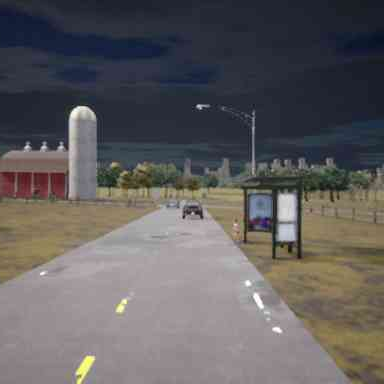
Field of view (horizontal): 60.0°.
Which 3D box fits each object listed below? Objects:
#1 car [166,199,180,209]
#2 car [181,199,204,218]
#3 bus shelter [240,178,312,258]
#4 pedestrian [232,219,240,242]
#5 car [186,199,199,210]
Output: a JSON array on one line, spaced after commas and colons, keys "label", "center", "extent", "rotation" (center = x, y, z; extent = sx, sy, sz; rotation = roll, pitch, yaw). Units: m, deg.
[{"label": "car", "center": [-2.772, 1.730, 48.845], "extent": [2.128, 1.511, 4.902], "rotation": [0, -1, 1]}, {"label": "car", "center": [0.083, 1.595, 30.843], "extent": [1.837, 1.490, 4.892], "rotation": [0, 0, 0]}, {"label": "bus shelter", "center": [3.131, 0.885, 13.248], "extent": [1.920, 2.740, 3.880], "rotation": [0, 0, 0]}, {"label": "pedestrian", "center": [2.027, 1.696, 15.069], "extent": [0.500, 1.100, 0.500], "rotation": [0, 0, -15]}, {"label": "car", "center": [0.082, 1.737, 46.517], "extent": [1.812, 1.442, 4.674], "rotation": [0, -1, 0]}]
